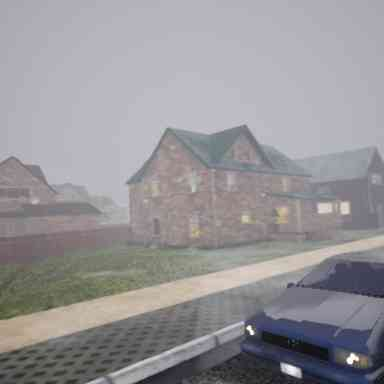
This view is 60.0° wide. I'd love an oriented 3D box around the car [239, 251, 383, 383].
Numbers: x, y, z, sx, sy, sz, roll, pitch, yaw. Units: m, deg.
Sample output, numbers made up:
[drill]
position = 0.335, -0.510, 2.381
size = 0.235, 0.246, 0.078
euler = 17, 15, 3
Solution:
[car]
position = 3.146, 1.810, 5.874
size = 5.357, 1.411, 2.033
euler = 1, -5, -42
